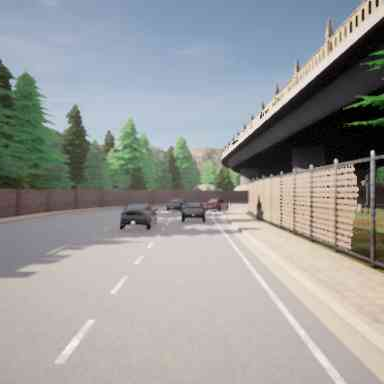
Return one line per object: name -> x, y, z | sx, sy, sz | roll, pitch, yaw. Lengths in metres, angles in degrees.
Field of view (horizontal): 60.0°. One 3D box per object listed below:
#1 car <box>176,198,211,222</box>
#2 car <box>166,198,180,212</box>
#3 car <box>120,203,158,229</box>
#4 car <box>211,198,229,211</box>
car -> 0.180, 1.476, 26.377 | 2.128, 1.511, 4.902 | 0, 0, 2
car -> -1.430, 1.471, 38.431 | 2.128, 1.511, 4.902 | 0, 0, 17
car -> -3.391, 1.495, 21.595 | 1.837, 1.490, 4.892 | 0, 0, 0
car -> 3.047, 1.504, 40.260 | 1.812, 1.442, 4.674 | 0, 0, 23
